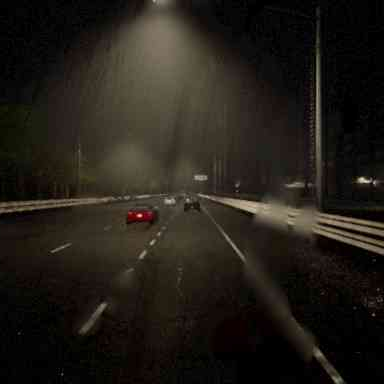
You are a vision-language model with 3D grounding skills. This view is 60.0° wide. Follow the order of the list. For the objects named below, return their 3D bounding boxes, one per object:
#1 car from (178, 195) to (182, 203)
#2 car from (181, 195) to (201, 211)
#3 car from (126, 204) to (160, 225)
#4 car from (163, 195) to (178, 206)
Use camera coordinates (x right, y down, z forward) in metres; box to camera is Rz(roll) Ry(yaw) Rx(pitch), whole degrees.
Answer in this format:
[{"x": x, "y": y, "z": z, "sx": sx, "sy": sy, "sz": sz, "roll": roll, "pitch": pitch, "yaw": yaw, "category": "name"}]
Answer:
[{"x": -3.769, "y": 1.658, "z": 72.983, "sx": 2.033, "sy": 1.411, "sz": 5.357, "roll": 0, "pitch": 0, "yaw": 0, "category": "car"}, {"x": 0.016, "y": 1.527, "z": 40.960, "sx": 2.128, "sy": 1.511, "sz": 4.902, "roll": 0, "pitch": 0, "yaw": 0, "category": "car"}, {"x": -3.530, "y": 1.574, "z": 24.412, "sx": 1.994, "sy": 1.385, "sz": 4.181, "roll": 0, "pitch": 0, "yaw": 0, "category": "car"}, {"x": -3.651, "y": 1.592, "z": 54.396, "sx": 1.812, "sy": 1.442, "sz": 4.674, "roll": 0, "pitch": 0, "yaw": 0, "category": "car"}]
